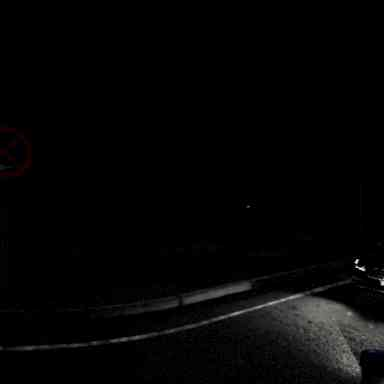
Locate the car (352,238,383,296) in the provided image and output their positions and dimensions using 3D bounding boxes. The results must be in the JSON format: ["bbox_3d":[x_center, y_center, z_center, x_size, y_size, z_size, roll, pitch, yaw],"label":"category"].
[{"bbox_3d":[5.637,1.494,7.660,4.892,1.490,1.837,0,0,-35],"label":"car"}]
